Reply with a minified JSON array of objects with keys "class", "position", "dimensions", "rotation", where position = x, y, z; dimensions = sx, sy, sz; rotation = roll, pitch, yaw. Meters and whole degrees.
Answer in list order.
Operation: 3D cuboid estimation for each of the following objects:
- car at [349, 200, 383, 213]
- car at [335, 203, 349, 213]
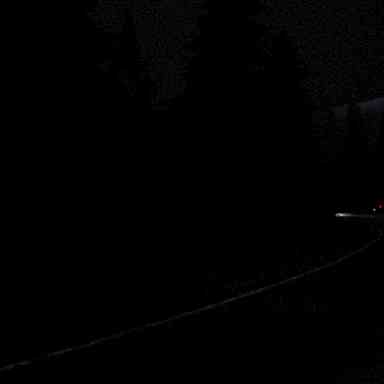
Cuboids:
[{"class":"car","position":[17.551,1.462,35.002],"dimensions":[1.895,1.301,4.718],"rotation":[0,0,-12]},{"class":"car","position":[13.739,1.453,34.513],"dimensions":[1.994,1.385,4.181],"rotation":[0,0,-16]}]
